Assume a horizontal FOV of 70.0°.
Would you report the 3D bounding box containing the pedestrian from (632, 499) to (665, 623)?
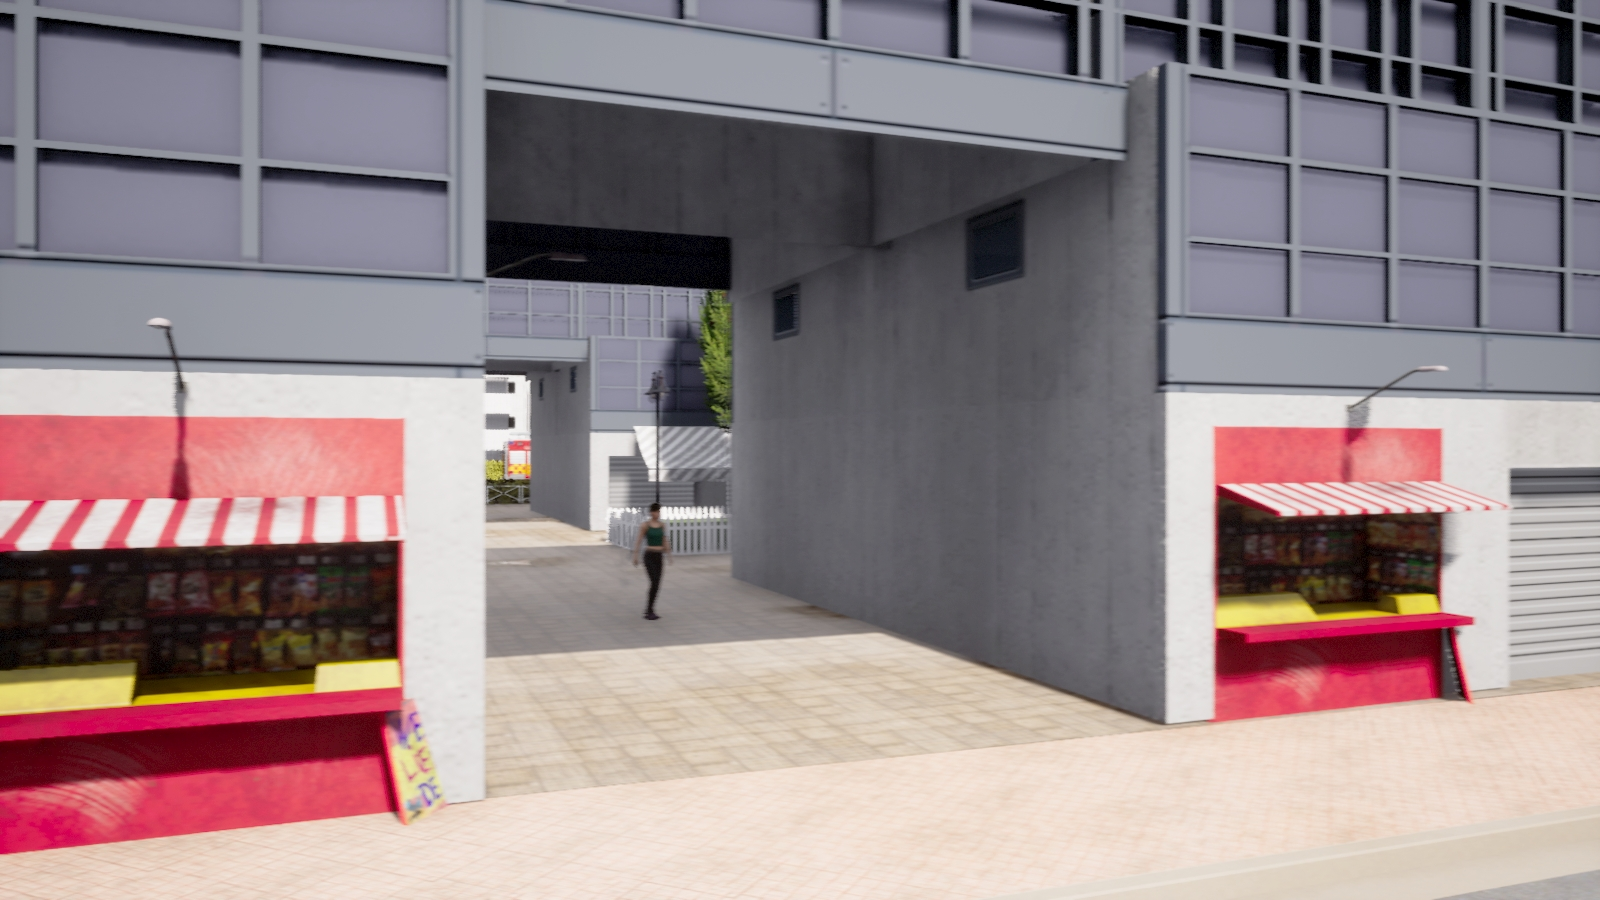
[{"bbox_3d":[-2.339,1.699,17.620,0.375,1.860,0.375,0,0,-39],"label":"pedestrian"}]
